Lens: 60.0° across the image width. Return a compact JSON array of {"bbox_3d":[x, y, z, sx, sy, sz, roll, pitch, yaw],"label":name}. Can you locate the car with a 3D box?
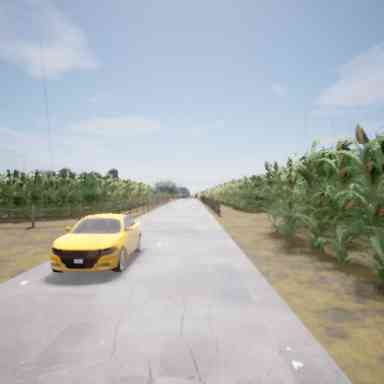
[{"bbox_3d":[-2.829,1.454,10.806,1.882,1.535,5.008,0,0,0],"label":"car"}]
